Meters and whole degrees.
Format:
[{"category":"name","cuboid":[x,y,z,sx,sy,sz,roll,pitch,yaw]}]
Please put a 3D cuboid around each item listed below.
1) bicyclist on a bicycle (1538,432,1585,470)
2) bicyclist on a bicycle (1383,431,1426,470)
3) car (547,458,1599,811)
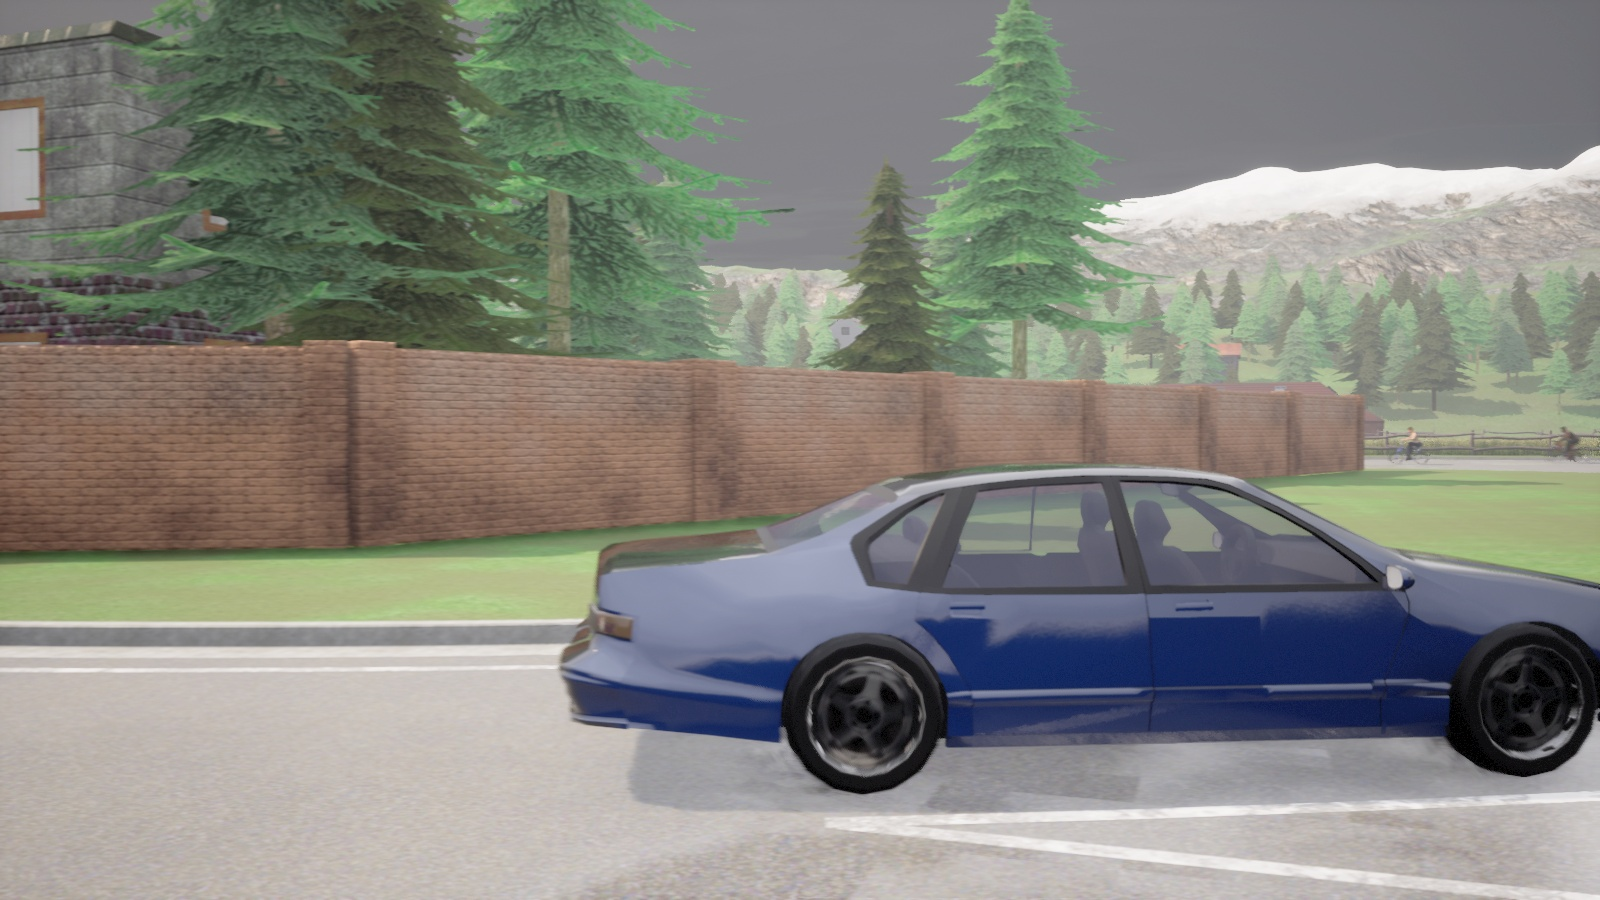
[{"category":"bicyclist on a bicycle","cuboid":[33.023,0.049,54.474,1.656,1.620,0.582,0,1,19]},{"category":"bicyclist on a bicycle","cuboid":[25.632,0.015,53.281,1.509,1.612,0.866,1,1,19]},{"category":"car","cuboid":[1.549,0.776,6.390,5.357,1.411,2.033,0,1,-5]}]
